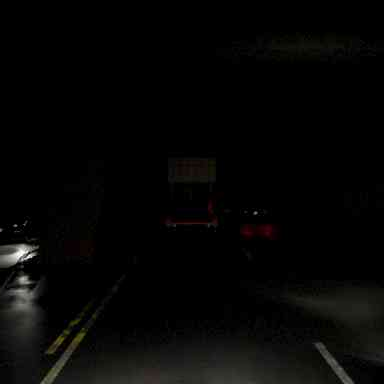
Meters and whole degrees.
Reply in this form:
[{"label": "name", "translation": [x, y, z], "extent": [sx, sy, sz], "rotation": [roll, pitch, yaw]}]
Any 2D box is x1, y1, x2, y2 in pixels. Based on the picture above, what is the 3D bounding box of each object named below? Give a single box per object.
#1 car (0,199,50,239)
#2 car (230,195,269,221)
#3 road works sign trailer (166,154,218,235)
[{"label": "car", "translation": [-7.104, 1.105, 14.674], "extent": [1.837, 1.490, 4.892], "rotation": [0, 2, 0]}, {"label": "car", "translation": [3.595, 0.917, 21.178], "extent": [2.128, 1.511, 4.902], "rotation": [0, 2, 0]}, {"label": "road works sign trailer", "translation": [-0.004, 0.039, 15.614], "extent": [2.380, 3.560, 2.880], "rotation": [0, 2, 0]}]
